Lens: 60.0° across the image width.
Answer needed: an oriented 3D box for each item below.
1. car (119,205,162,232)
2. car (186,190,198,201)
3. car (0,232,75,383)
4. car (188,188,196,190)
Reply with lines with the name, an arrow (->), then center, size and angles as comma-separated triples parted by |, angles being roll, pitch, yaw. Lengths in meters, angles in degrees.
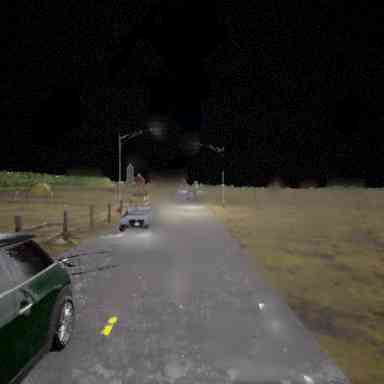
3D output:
car -> -2.816, 1.429, 18.964 | 1.994, 1.385, 4.181 | 0, 1, 0
car -> -0.030, 0.801, 62.418 | 2.128, 1.511, 4.902 | 0, 1, 0
car -> -2.824, 1.342, 3.130 | 2.097, 1.767, 4.553 | 0, 0, 0
car -> -0.035, 0.212, 72.861 | 2.150, 2.045, 5.566 | 0, 1, 0
